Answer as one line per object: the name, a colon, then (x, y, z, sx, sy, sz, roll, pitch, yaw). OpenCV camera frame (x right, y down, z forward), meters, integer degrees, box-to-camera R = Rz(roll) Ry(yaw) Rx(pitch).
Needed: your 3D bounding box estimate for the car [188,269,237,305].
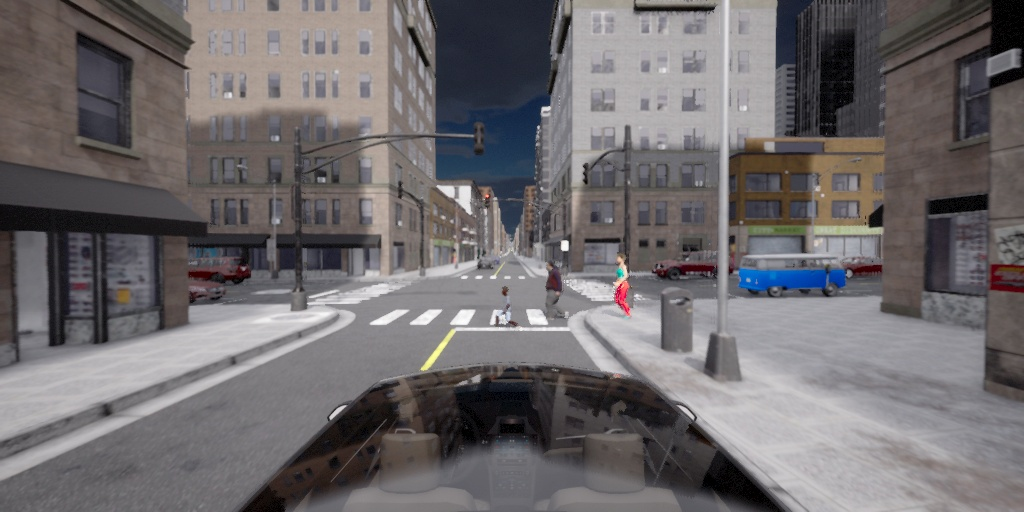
car: (-14.816, 1.378, 15.537, 4.207, 1.307, 1.802, 0, 0, 0)

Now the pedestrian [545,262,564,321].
pedestrian: (1.216, 0.948, 10.463, 0.375, 1.860, 0.375, 0, 1, 0)

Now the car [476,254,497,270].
car: (-3.077, 0.827, 42.151, 1.837, 1.490, 4.892, 0, 1, 0)

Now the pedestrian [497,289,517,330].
pedestrian: (-0.135, 0.961, 9.262, 0.375, 1.860, 0.375, 0, 1, 0)

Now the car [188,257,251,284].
car: (-20.342, 1.029, 24.048, 5.009, 1.841, 2.192, 0, 0, 0)

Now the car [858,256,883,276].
car: (23.317, 0.720, 24.146, 4.507, 1.381, 1.888, 0, 0, 0)

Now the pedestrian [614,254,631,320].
pedestrian: (3.038, 0.804, 9.859, 0.375, 1.860, 0.375, 0, 1, 0)

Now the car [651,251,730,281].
car: (12.099, 0.629, 24.121, 5.009, 1.841, 2.192, 0, 0, 0)

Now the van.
van: (12.120, 0.806, 15.597, 3.998, 1.789, 1.690, 0, 0, 0)

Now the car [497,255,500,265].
car: (-3.041, 0.519, 58.525, 2.097, 1.767, 4.553, 0, 1, 0)
